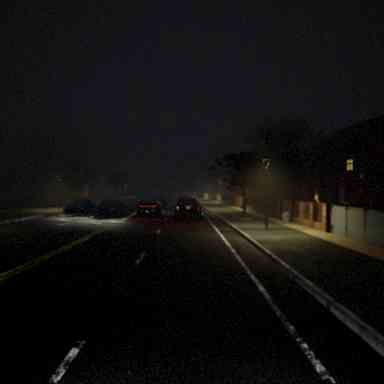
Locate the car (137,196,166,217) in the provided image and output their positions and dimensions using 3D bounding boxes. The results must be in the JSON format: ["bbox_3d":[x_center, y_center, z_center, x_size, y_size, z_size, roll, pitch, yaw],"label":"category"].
[{"bbox_3d":[-3.665,1.350,29.168,2.128,1.511,4.902,0,0,-2],"label":"car"}]

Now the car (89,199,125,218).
[{"bbox_3d":[-7.097,1.342,28.900,1.882,1.535,5.008,0,0,-2],"label":"car"}]

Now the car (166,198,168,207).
[{"bbox_3d":[-4.420,1.252,46.768,1.882,1.535,5.008,0,0,-3],"label":"car"}]

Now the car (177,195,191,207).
[{"bbox_3d":[-1.244,1.239,48.215,1.882,1.535,5.008,0,0,-3],"label":"car"}]

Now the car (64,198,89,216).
[{"bbox_3d":[-10.423,1.336,31.196,1.882,1.535,5.008,0,0,-2],"label":"car"}]

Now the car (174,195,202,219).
[{"bbox_3d":[-0.350,1.217,27.164,2.097,1.767,4.553,0,0,-2],"label":"car"}]
